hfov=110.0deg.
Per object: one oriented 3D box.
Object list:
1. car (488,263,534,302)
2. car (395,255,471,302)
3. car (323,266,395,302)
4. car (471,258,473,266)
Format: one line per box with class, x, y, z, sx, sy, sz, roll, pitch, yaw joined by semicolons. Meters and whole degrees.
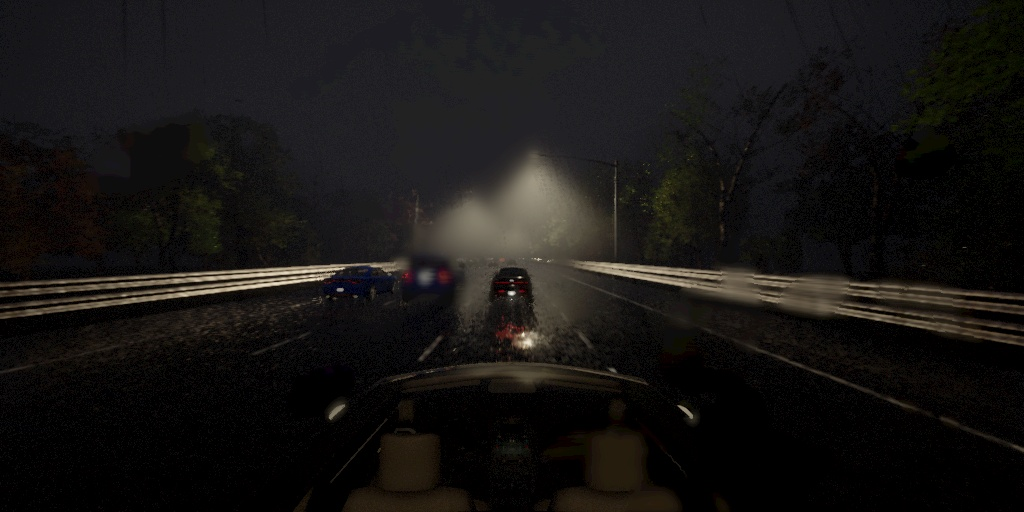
car;-0.009;1.258;16.957;1.837;1.490;4.892;0;0;0
car;-3.507;0.973;17.076;2.150;2.045;5.566;0;0;0
car;-7.006;1.230;17.097;1.882;1.535;5.008;0;0;0
car;-7.021;1.261;48.754;2.128;1.511;4.902;0;0;0
